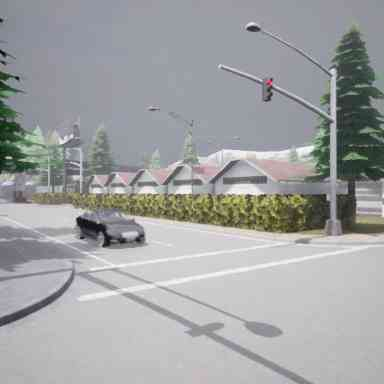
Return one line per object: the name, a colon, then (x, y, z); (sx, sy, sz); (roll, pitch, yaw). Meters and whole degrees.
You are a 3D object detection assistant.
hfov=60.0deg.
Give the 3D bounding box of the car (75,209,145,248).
car: (-3.863, 1.562, 15.163); (2.128, 1.511, 4.902); (0, 1, -36)
